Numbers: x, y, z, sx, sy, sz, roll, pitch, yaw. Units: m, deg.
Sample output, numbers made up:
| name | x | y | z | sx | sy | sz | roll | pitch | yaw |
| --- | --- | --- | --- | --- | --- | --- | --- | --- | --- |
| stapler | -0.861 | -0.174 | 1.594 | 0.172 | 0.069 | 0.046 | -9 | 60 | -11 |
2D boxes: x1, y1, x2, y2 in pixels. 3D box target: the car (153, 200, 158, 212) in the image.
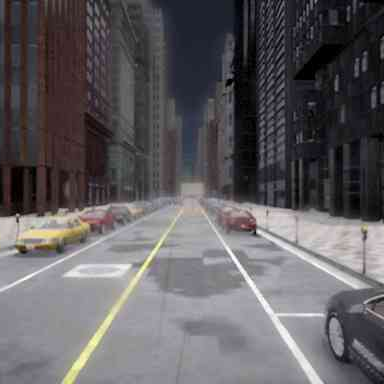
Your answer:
| name | x | y | z | sx | sy | sz | roll | pitch | yaw |
| --- | --- | --- | --- | --- | --- | --- | --- | --- | --- |
| car | -5.750 | 1.996 | 42.625 | 1.802 | 1.307 | 4.206 | 0 | -1 | 0 |

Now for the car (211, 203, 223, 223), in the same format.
| name | x | y | z | sx | sy | sz | roll | pitch | yaw |
| --- | --- | --- | --- | --- | --- | --- | --- | --- | --- |
| car | 2.770 | 1.791 | 25.732 | 1.887 | 1.381 | 4.507 | 0 | -1 | 0 |

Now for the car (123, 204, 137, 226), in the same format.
| name | x | y | z | sx | sy | sz | roll | pitch | yaw |
| --- | --- | --- | --- | --- | --- | --- | --- | --- | --- |
| car | -5.755 | 1.812 | 25.716 | 1.947 | 1.339 | 4.313 | 0 | -1 | 0 |

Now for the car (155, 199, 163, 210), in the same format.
| name | x | y | z | sx | sy | sz | roll | pitch | yaw |
| --- | --- | --- | --- | --- | --- | --- | --- | --- | --- |
| car | -5.749 | 2.037 | 48.262 | 1.947 | 1.339 | 4.313 | 0 | -1 | 0 |

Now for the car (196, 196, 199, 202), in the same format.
| name | x | y | z | sx | sy | sz | roll | pitch | yaw |
| --- | --- | --- | --- | --- | --- | --- | --- | --- | --- |
| car | 2.785 | 2.146 | 82.093 | 2.192 | 1.841 | 5.009 | 0 | -1 | 0 |

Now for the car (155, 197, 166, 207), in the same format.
| name | x | y | z | sx | sy | sz | roll | pitch | yaw |
| --- | --- | --- | --- | --- | --- | --- | --- | --- | --- |
| car | -5.748 | 1.970 | 53.899 | 1.967 | 1.590 | 4.097 | 0 | -1 | 0 |

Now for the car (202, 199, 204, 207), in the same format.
| name | x | y | z | sx | sy | sz | roll | pitch | yaw |
| --- | --- | --- | --- | --- | --- | --- | --- | --- | --- |
| car | 2.776 | 2.022 | 48.275 | 2.008 | 1.369 | 4.403 | 0 | -1 | 0 |

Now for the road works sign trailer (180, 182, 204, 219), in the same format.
| name | x | y | z | sx | sy | sz | roll | pitch | yaw |
| --- | --- | --- | --- | --- | --- | --- | --- | --- | --- |
| road works sign trailer | 0.011 | 0.785 | 33.400 | 2.380 | 3.560 | 2.880 | 0 | -1 | 0 |

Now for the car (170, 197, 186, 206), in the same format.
| name | x | y | z | sx | sy | sz | roll | pitch | yaw |
| --- | --- | --- | --- | --- | --- | --- | --- | --- | --- |
| car | -2.978 | 2.249 | 71.014 | 2.033 | 1.411 | 5.357 | 0 | -1 | 0 |

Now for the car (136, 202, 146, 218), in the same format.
| name | x | y | z | sx | sy | sz | roll | pitch | yaw |
| --- | --- | --- | --- | --- | --- | --- | --- | --- | --- |
| car | -5.754 | 1.825 | 31.183 | 1.752 | 1.417 | 4.829 | 0 | -1 | 0 |

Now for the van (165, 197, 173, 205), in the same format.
| name | x | y | z | sx | sy | sz | roll | pitch | yaw |
| --- | --- | --- | --- | --- | --- | --- | --- | --- | --- |
| van | -5.739 | 2.173 | 82.080 | 1.690 | 1.788 | 3.998 | 0 | -1 | 0 |

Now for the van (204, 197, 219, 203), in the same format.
| name | x | y | z | sx | sy | sz | roll | pitch | yaw |
| --- | --- | --- | --- | --- | --- | --- | --- | --- | --- |
| van | 2.774 | 1.755 | 42.641 | 1.690 | 1.788 | 3.998 | 0 | -1 | 0 |

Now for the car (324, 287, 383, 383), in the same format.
| name | x | y | z | sx | sy | sz | roll | pitch | yaw |
| --- | --- | --- | --- | --- | --- | --- | --- | --- | --- |
| car | 2.763 | 1.582 | 3.188 | 2.008 | 1.369 | 4.403 | 0 | -1 | 0 |

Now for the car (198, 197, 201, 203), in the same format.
| name | x | y | z | sx | sy | sz | roll | pitch | yaw |
| --- | --- | --- | --- | --- | --- | --- | --- | --- | --- |
| car | 2.783 | 2.254 | 70.819 | 1.887 | 1.381 | 4.507 | 0 | -1 | 0 |

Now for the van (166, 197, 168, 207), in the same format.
| name | x | y | z | sx | sy | sz | roll | pitch | yaw |
| --- | --- | --- | --- | --- | --- | --- | --- | --- | --- |
| van | -5.746 | 1.930 | 59.537 | 1.690 | 1.788 | 3.998 | 0 | -1 | 0 |

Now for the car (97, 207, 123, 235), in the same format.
| name | x | y | z | sx | sy | sz | roll | pitch | yaw |
| --- | --- | --- | --- | --- | --- | --- | --- | --- | --- |
| car | -5.757 | 1.736 | 20.080 | 1.887 | 1.381 | 4.507 | 0 | -1 | 0 |

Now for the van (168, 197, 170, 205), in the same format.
| name | x | y | z | sx | sy | sz | roll | pitch | yaw |
| --- | --- | --- | --- | --- | --- | --- | --- | --- | --- |
| van | -5.744 | 1.990 | 65.173 | 1.690 | 1.788 | 3.998 | 0 | -1 | 0 |

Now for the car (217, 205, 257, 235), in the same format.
| name | x | y | z | sx | sy | sz | roll | pitch | yaw |
| --- | --- | --- | --- | --- | --- | --- | --- | --- | --- |
| car | 2.768 | 1.736 | 20.096 | 1.887 | 1.381 | 4.507 | 0 | -1 | 0 |

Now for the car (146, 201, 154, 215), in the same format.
| name | x | y | z | sx | sy | sz | roll | pitch | yaw |
| --- | --- | --- | --- | --- | --- | --- | --- | --- | --- |
| car | -5.752 | 1.923 | 36.988 | 1.947 | 1.339 | 4.313 | 0 | -1 | 0 |

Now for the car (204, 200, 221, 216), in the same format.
| name | x | y | z | sx | sy | sz | roll | pitch | yaw |
| --- | --- | --- | --- | --- | --- | --- | --- | --- | --- |
| car | 2.773 | 1.908 | 37.003 | 2.008 | 1.369 | 4.403 | 0 | -1 | 0 |

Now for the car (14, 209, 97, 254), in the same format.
| name | x | y | z | sx | sy | sz | roll | pitch | yaw |
| --- | --- | --- | --- | --- | --- | --- | --- | --- | --- |
| car | -5.759 | 1.662 | 14.274 | 1.752 | 1.417 | 4.829 | 0 | -1 | 0 |

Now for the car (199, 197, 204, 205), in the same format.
| name | x | y | z | sx | sy | sz | roll | pitch | yaw |
| --- | --- | --- | --- | --- | --- | --- | --- | --- | --- |
| car | 2.779 | 2.140 | 59.547 | 2.008 | 1.369 | 4.403 | 0 | -1 | 0 |
